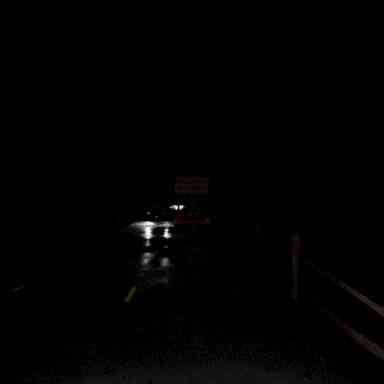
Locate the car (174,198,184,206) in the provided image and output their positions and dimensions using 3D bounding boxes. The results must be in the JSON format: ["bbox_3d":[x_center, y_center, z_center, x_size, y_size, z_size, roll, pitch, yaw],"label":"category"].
[{"bbox_3d":[-2.730,2.081,70.280,2.128,1.511,4.902,0,-1,0],"label":"car"}]

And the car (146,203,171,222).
[{"bbox_3d":[-2.841,1.722,28.955,1.812,1.442,4.674,0,0,0],"label":"car"}]

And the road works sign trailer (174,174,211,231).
[{"bbox_3d":[0.006,0.612,21.813,2.380,3.560,2.880,0,0,0],"label":"road works sign trailer"}]
